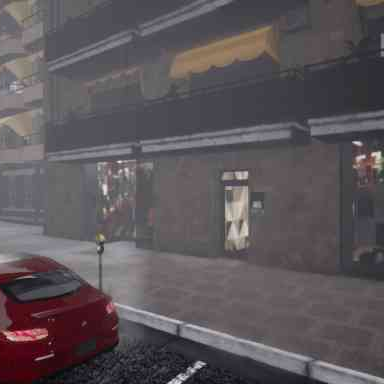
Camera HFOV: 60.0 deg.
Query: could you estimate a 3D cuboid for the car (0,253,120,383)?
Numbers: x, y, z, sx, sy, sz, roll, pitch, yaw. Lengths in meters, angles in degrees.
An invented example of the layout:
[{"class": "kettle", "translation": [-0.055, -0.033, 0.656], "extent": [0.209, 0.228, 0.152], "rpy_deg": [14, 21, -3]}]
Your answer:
[{"class": "car", "translation": [-2.867, 1.583, 4.925], "extent": [4.206, 1.307, 1.802], "rpy_deg": [0, 0, 36]}]
